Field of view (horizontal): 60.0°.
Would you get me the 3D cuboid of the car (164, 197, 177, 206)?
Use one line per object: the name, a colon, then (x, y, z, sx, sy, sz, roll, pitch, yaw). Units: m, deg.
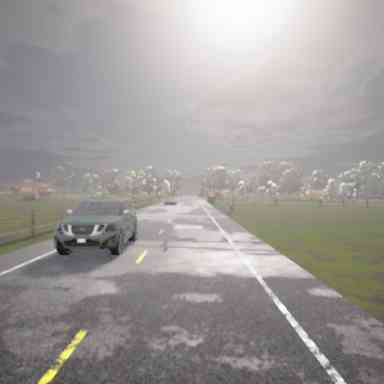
car: (-3.552, 1.600, 55.429, 1.994, 1.385, 4.181, 0, 0, 0)

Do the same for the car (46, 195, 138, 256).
car: (-3.598, 1.229, 13.574, 2.150, 2.045, 5.566, 0, 0, 0)
